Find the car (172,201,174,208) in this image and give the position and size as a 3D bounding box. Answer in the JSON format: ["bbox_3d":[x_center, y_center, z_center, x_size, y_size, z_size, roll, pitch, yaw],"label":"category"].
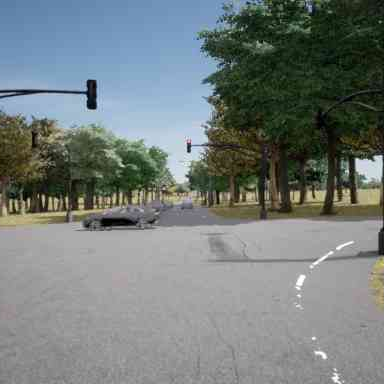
[{"bbox_3d":[-4.554,2.274,58.256,2.033,1.411,5.357,0,-1,-1],"label":"car"}]

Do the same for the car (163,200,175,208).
[{"bbox_3d":[-4.708,2.458,68.265,2.128,1.511,4.902,0,-2,-1],"label":"car"}]

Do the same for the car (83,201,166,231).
[{"bbox_3d":[-4.399,1.616,21.139,4.902,1.511,2.128,-2,-1,2],"label":"car"}]

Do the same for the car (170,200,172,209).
[{"bbox_3d":[-4.337,2.144,48.450,1.895,1.301,4.718,0,-1,-1],"label":"car"}]

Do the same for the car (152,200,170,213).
[{"bbox_3d":[-4.172,1.739,39.448,2.097,1.767,4.553,0,-1,0],"label":"car"}]

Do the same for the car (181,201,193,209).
[{"bbox_3d":[-0.844,2.263,56.944,1.994,1.385,4.181,0,-1,-1],"label":"car"}]
